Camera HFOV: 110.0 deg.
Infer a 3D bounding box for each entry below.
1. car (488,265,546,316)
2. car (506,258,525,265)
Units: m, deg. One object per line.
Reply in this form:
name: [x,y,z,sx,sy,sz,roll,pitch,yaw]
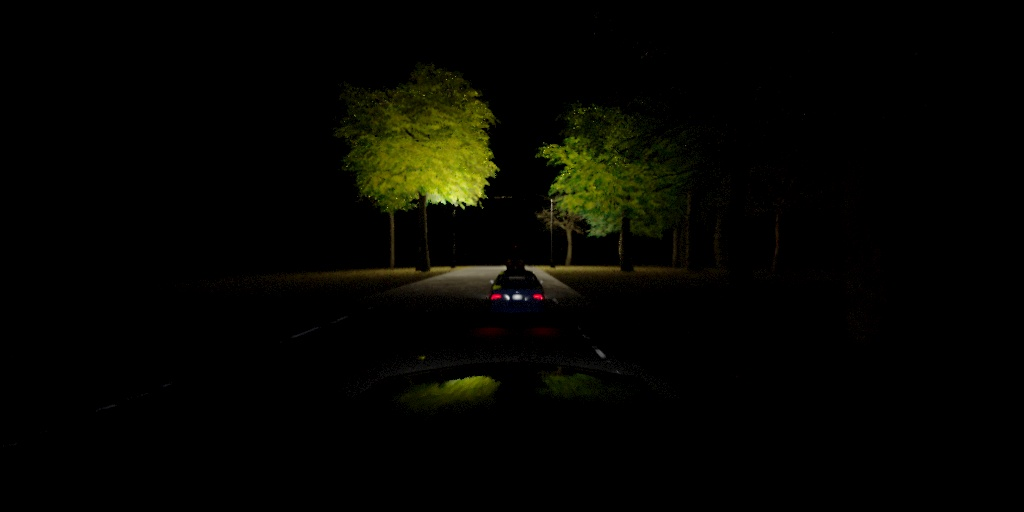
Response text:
car: [0.163,1.205,12.762,2.033,1.411,5.357,0,0,0]
car: [0.340,0.974,37.816,1.882,1.535,5.008,0,0,0]
